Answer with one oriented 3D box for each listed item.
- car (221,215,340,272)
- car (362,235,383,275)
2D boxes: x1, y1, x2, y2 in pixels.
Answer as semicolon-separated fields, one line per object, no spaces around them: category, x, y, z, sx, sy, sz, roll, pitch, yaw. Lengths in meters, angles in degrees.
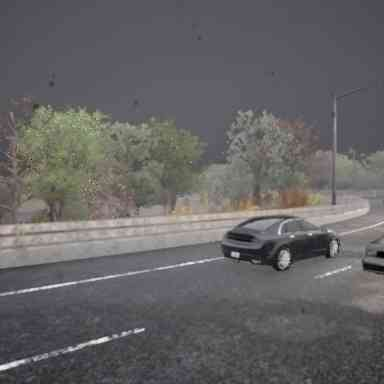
car;3.068;1.525;10.958;4.892;1.490;1.837;0;0;-40
car;6.681;1.567;9.433;5.357;1.411;2.033;0;0;-42
